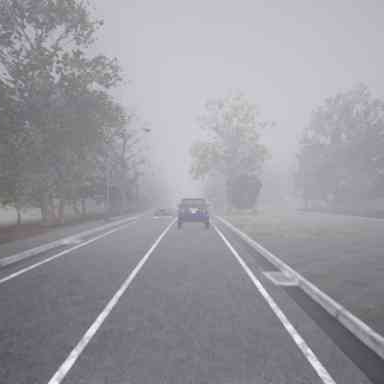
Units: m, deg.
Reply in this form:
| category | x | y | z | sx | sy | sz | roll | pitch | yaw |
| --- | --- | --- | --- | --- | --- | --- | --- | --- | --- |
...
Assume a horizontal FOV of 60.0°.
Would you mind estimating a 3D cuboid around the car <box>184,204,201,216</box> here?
| category | x | y | z | sx | sy | sz | roll | pitch | yaw |
| --- | --- | --- | --- | --- | --- | --- | --- | --- | --- |
| car | 0.109 | 2.251 | 42.837 | 2.033 | 1.411 | 5.357 | 0 | -2 | 0 |

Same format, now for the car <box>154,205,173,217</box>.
| category | x | y | z | sx | sy | sz | roll | pitch | yaw |
| --- | --- | --- | --- | --- | --- | --- | --- | --- | --- |
| car | -3.334 | 2.169 | 39.245 | 1.994 | 1.385 | 4.181 | 0 | -2 | 0 |

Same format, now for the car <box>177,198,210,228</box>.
| category | x | y | z | sx | sy | sz | roll | pitch | yaw |
| --- | --- | --- | --- | --- | --- | --- | --- | --- | --- |
| car | 0.104 | 1.449 | 24.201 | 2.150 | 2.045 | 5.566 | 0 | -2 | 0 |
